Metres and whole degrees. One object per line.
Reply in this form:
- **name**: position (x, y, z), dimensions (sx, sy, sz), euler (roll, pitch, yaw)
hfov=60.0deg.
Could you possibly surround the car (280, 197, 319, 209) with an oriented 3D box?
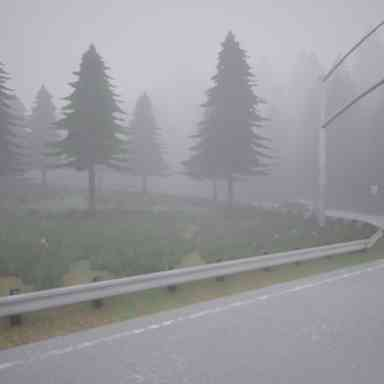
- **car**: position (9.645, 1.202, 29.317), dimensions (1.812, 1.442, 4.674), euler (0, 3, -21)

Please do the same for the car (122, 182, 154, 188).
- **car**: position (-6.753, -0.535, 42.304), dimensions (4.674, 1.442, 1.812), euler (5, 0, 8)
